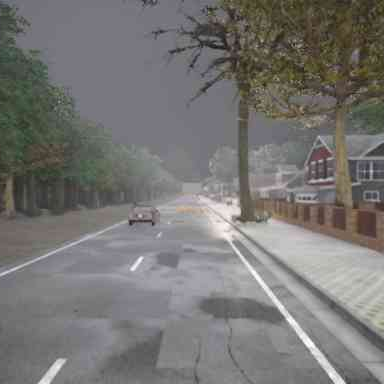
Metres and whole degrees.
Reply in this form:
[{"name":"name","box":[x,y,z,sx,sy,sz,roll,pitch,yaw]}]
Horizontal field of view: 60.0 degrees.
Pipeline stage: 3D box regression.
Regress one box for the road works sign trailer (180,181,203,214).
[{"name":"road works sign trailer","box":[-0.007,0.618,37.093,2.380,3.560,2.880,0,0,0]}]

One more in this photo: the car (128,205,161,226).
[{"name":"car","box":[-3.405,1.639,24.393,2.033,1.411,5.357,0,0,0]}]
